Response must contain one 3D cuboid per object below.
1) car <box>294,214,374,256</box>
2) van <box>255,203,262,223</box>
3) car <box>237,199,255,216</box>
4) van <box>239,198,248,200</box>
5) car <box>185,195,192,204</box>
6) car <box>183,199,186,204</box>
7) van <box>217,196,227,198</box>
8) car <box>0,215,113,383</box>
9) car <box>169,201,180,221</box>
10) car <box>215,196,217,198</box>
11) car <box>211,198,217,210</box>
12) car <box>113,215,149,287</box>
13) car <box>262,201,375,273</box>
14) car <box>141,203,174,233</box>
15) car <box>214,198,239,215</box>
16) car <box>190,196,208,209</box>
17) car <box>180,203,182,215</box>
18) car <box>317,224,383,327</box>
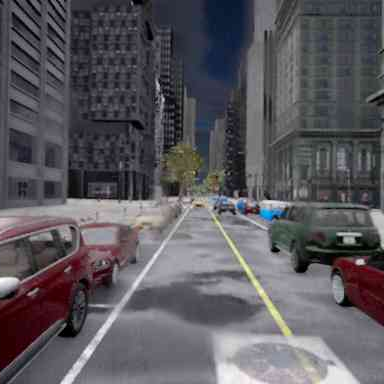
[{"bbox_3d":[6.050,1.756,14.749,1.802,1.307,4.206,1,0,1],"label":"car"},{"bbox_3d":[6.303,1.581,25.798,1.690,1.788,3.998,1,0,1],"label":"van"},{"bbox_3d":[6.549,1.851,36.843,1.887,1.381,4.507,1,0,1],"label":"car"},{"bbox_3d":[6.677,1.681,42.368,1.690,1.788,3.998,1,0,1],"label":"van"},{"bbox_3d":[-1.144,1.951,74.966,1.752,1.417,4.829,1,0,1],"label":"car"},{"bbox_3d":[-2.003,1.725,37.053,1.887,1.381,4.507,1,0,1],"label":"car"},{"bbox_3d":[7.512,1.931,80.342,1.690,1.788,3.998,1,0,1],"label":"van"},{"bbox_3d":[-2.733,1.297,3.911,2.192,1.841,5.009,1,0,1],"label":"car"},{"bbox_3d":[-2.248,1.658,26.006,1.887,1.381,4.507,1,0,1],"label":"car"},{"bbox_3d":[7.629,2.193,85.752,1.947,1.339,4.313,1,0,1],"label":"car"},{"bbox_3d":[4.000,1.891,46.913,1.994,1.385,4.181,1,0,2],"label":"car"},{"bbox_3d":[-2.615,1.559,9.434,1.887,1.381,4.507,1,0,1],"label":"car"},{"bbox_3d":[4.101,1.349,11.238,2.150,2.045,5.566,1,0,1],"label":"car"},{"bbox_3d":[-2.374,1.605,20.312,1.752,1.417,4.829,1,0,1],"label":"car"},{"bbox_3d":[3.838,1.772,37.399,1.837,1.490,4.892,1,-1,2],"label":"car"},{"bbox_3d":[1.138,1.805,53.282,1.882,1.535,5.008,1,0,1],"label":"car"},{"bbox_3d":[-2.125,1.691,31.529,1.887,1.381,4.507,1,0,1],"label":"car"},{"bbox_3d":[3.890,1.566,5.198,1.882,1.535,5.008,1,0,1],"label":"car"}]
